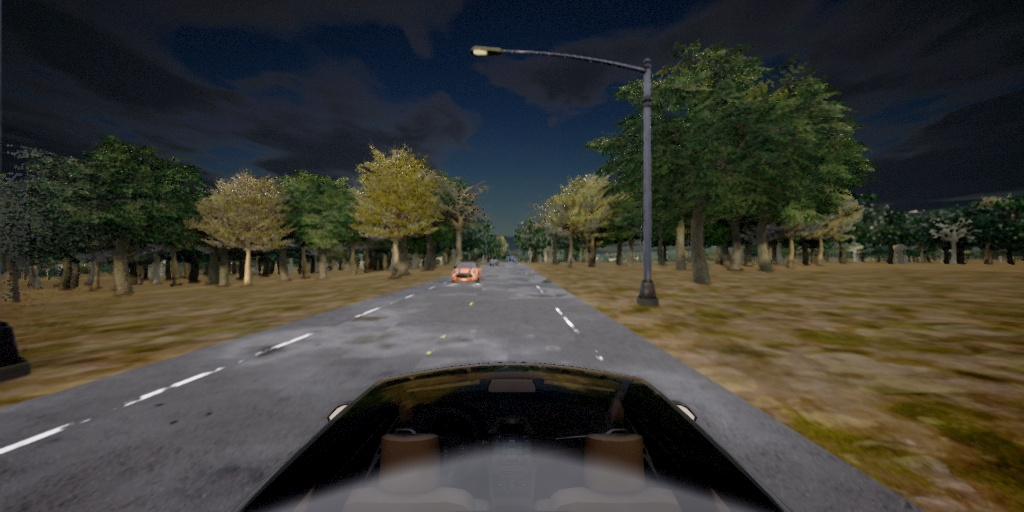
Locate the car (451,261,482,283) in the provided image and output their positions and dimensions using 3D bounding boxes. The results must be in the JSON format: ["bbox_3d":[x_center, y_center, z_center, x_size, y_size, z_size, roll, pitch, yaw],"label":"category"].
[{"bbox_3d":[-3.599,1.206,29.166,2.097,1.767,4.553,0,0,0],"label":"car"}]
